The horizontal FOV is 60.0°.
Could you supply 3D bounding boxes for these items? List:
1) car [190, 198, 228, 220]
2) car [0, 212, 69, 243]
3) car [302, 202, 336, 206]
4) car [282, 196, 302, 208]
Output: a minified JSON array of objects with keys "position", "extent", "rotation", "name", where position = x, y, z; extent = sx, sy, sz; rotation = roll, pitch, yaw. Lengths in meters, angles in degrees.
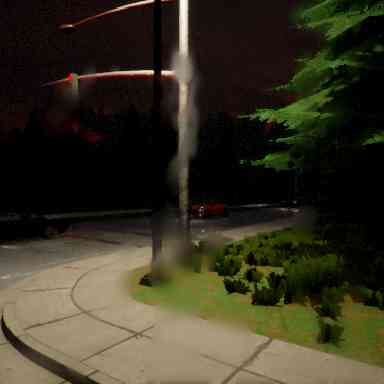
[{"position":[1.193,1.325,27.949],"extent":[2.097,1.767,4.553],"rotation":[0,0,35],"name":"car"},{"position":[-7.982,1.574,14.665],"extent":[1.895,1.301,4.718],"rotation":[0,0,35],"name":"car"},{"position":[16.399,1.195,42.910],"extent":[2.150,2.045,5.566],"rotation":[0,0,36],"name":"car"},{"position":[14.182,1.324,46.028],"extent":[2.097,1.767,4.553],"rotation":[0,0,37],"name":"car"}]
